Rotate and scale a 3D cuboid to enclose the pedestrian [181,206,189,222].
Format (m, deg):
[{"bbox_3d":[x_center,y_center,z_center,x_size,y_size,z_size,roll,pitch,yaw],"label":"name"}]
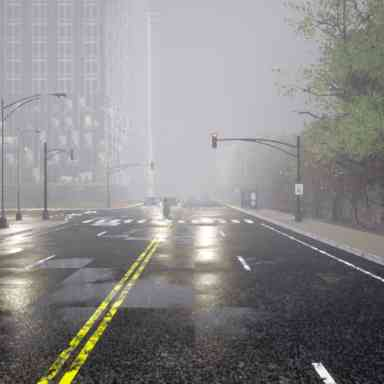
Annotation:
[{"bbox_3d":[-0.494,1.566,24.274,0.375,1.300,0.375,0,0,0],"label":"pedestrian"}]

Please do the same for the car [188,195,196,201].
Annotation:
[{"bbox_3d":[0.046,1.520,82.809,1.994,1.385,4.181,0,0,0],"label":"car"}]

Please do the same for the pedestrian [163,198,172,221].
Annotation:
[{"bbox_3d":[-1.892,1.288,24.873,0.375,1.860,0.375,0,0,0],"label":"pedestrian"}]

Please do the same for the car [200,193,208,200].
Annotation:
[{"bbox_3d":[3.301,1.302,92.808,2.097,1.767,4.553,0,0,0],"label":"car"}]

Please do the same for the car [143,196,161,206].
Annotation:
[{"bbox_3d":[-6.557,1.507,53.505,1.812,1.442,4.674,0,0,1],"label":"car"}]

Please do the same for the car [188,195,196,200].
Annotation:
[{"bbox_3d":[0.051,1.487,92.840,2.033,1.411,5.357,0,0,0],"label":"car"}]

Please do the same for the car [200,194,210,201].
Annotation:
[{"bbox_3d":[3.296,1.322,82.777,2.097,1.767,4.553,0,0,0],"label":"car"}]

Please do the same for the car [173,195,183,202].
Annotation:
[{"bbox_3d":[-3.207,1.523,77.517,1.994,1.385,4.181,0,0,0],"label":"car"}]

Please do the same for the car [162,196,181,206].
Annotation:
[{"bbox_3d":[-3.311,1.458,53.797,1.882,1.535,5.008,0,0,0],"label":"car"}]

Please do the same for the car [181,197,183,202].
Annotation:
[{"bbox_3d":[-3.235,1.576,67.472,1.895,1.301,4.718,0,0,1],"label":"car"}]

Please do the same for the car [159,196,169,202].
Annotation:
[{"bbox_3d":[-6.458,1.566,77.304,1.895,1.301,4.718,0,0,0],"label":"car"}]

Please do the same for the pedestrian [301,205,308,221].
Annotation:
[{"bbox_3d":[8.046,1.514,23.669,0.500,1.100,0.500,0,0,0],"label":"pedestrian"}]
